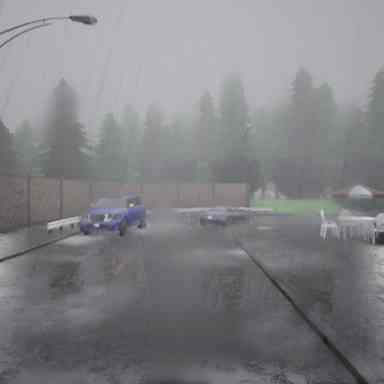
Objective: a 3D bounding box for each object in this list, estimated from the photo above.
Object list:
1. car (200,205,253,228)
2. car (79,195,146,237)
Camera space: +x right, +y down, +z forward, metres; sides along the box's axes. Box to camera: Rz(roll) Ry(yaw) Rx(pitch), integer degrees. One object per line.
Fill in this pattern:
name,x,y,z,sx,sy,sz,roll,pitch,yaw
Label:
car,2.394,1.555,22.328,1.994,1.385,4.181,-1,0,38
car,-4.159,1.214,18.449,2.150,2.045,5.566,-1,0,8
